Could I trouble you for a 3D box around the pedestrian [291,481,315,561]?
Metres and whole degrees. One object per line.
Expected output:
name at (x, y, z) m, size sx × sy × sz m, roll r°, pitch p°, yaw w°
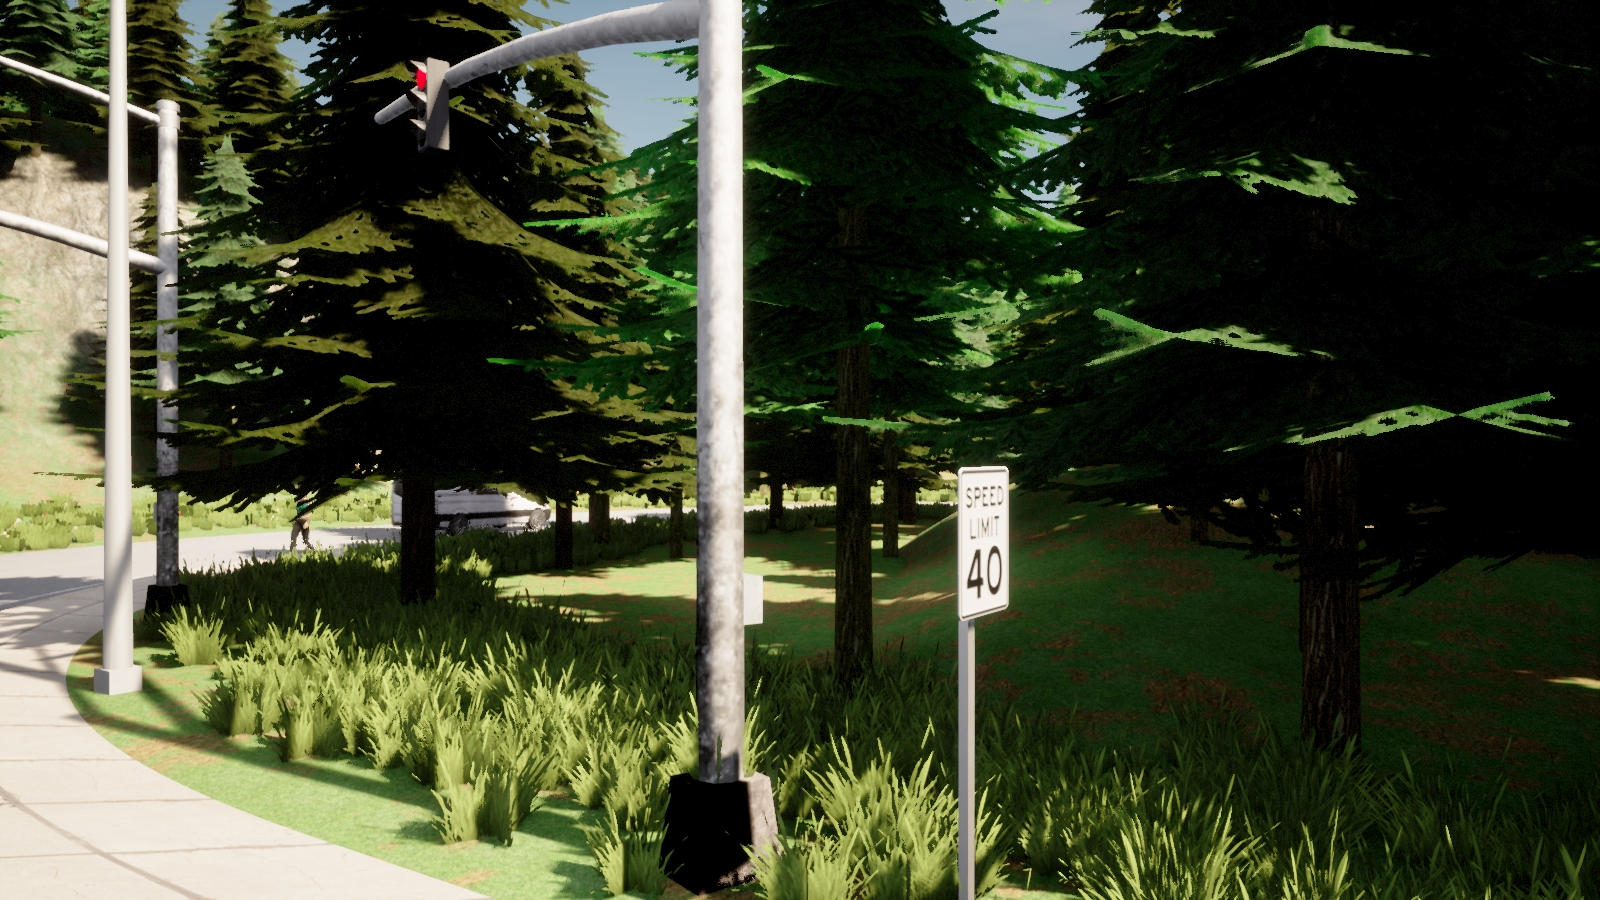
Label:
pedestrian at (-11.693, 1.667, 26.878) m, size 0.375 × 1.860 × 0.375 m, roll 0°, pitch 0°, yaw 23°
